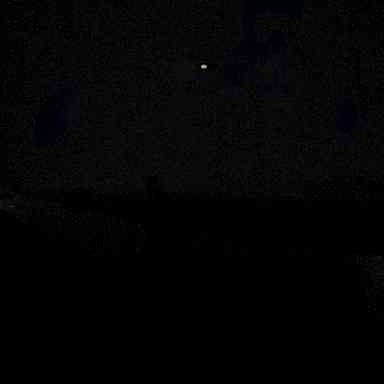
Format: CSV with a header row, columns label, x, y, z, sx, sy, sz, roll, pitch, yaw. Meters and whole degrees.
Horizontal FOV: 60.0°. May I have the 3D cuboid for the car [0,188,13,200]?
label,x,y,z,sx,sy,sz,roll,pitch,yaw
car,-25.524,0.184,45.022,1.882,1.535,5.008,-1,3,-36
